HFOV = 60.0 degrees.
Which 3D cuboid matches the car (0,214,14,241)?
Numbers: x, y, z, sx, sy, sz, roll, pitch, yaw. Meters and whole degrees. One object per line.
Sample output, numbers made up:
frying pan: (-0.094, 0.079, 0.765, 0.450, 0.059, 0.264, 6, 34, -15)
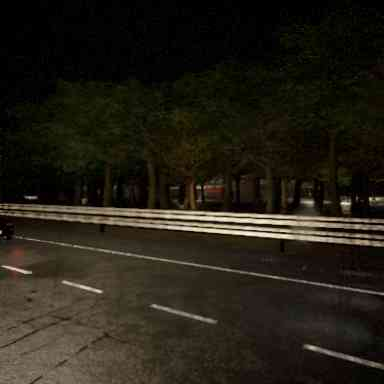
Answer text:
car: (-9.982, 1.534, 15.301, 4.674, 1.442, 1.812, 0, 0, 36)
